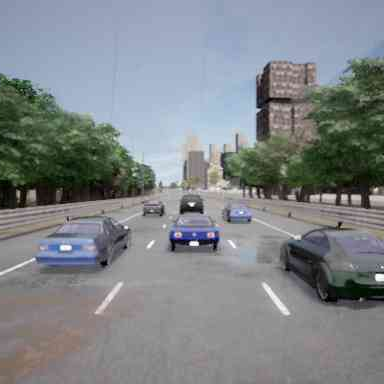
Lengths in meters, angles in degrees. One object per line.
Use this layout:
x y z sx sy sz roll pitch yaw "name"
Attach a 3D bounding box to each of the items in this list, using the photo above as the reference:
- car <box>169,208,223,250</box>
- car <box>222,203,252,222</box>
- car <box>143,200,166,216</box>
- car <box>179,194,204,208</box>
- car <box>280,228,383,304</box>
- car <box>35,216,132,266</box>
0.079 1.600 14.383 1.895 1.301 4.718 0 0 0 "car"
3.501 1.547 26.424 2.033 1.411 5.357 0 0 -1 "car"
-3.564 1.489 31.922 2.128 1.511 4.902 0 0 -1 "car"
-0.051 1.221 31.074 2.150 2.045 5.566 0 0 -1 "car"
3.594 1.565 8.209 1.994 1.385 4.181 0 0 0 "car"
-3.408 1.545 11.461 2.033 1.411 5.357 0 0 0 "car"
